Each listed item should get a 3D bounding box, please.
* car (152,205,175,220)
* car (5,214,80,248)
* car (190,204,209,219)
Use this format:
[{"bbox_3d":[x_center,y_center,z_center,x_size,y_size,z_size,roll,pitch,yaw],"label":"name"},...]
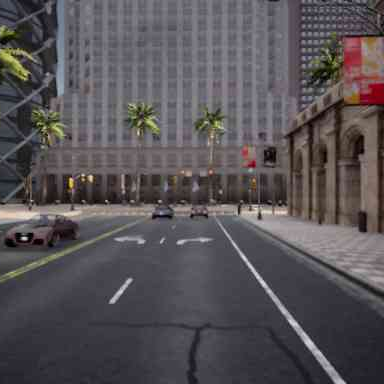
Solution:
[{"bbox_3d":[-2.820,1.964,33.149,1.994,1.385,4.181,0,-1,2],"label":"car"},{"bbox_3d":[-6.851,1.752,15.672,1.994,1.385,4.181,0,-1,2],"label":"car"},{"bbox_3d":[0.740,1.962,34.221,2.033,1.411,5.357,0,-1,1],"label":"car"}]
